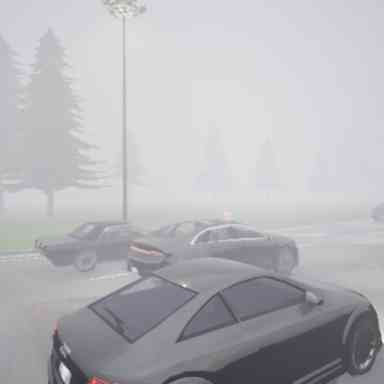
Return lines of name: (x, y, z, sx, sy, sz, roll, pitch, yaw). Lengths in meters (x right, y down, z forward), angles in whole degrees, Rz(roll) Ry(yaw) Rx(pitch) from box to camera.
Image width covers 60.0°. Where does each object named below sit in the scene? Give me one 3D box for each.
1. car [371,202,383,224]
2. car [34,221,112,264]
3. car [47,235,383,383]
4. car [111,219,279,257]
car: (13.932, 1.341, 22.277, 4.902, 1.511, 2.128, 0, 0, -35)
car: (-2.332, 1.575, 10.679, 4.718, 1.301, 1.895, 0, 0, -35)
car: (0.506, 1.547, 4.106, 4.181, 1.385, 1.994, 0, 0, -35)
car: (0.730, 1.458, 8.565, 4.902, 1.511, 2.128, 0, 0, -35)
